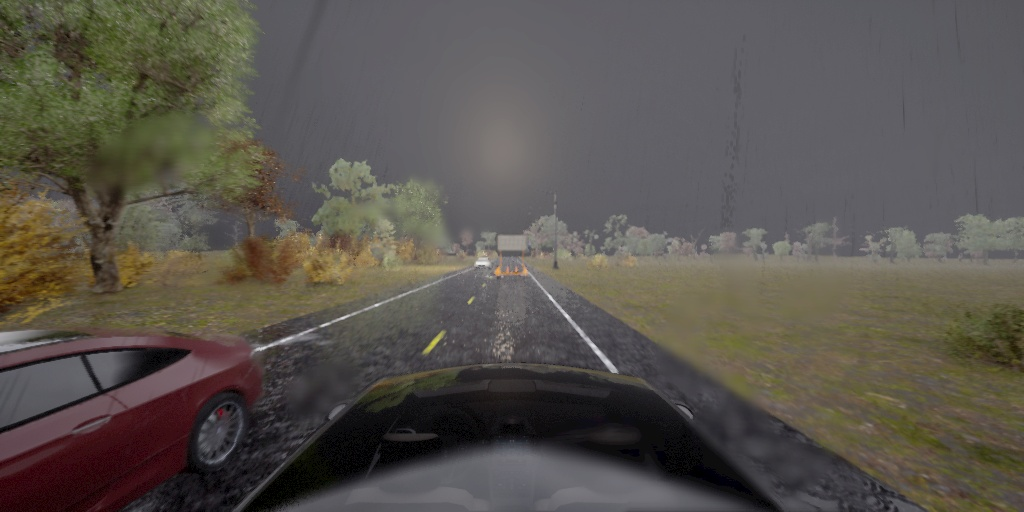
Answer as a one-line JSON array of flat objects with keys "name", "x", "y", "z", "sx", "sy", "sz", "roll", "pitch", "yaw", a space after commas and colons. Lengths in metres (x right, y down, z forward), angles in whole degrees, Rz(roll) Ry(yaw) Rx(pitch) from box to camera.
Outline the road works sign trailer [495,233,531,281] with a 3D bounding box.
[{"name": "road works sign trailer", "x": 0.002, "y": 0.019, "z": 27.729, "sx": 2.380, "sy": 3.560, "sz": 2.880, "roll": 0, "pitch": 0, "yaw": 0}]

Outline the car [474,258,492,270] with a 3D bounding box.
[{"name": "car", "x": -3.565, "y": 0.961, "z": 44.228, "sx": 1.812, "sy": 1.442, "sz": 4.674, "roll": 0, "pitch": 0, "yaw": 0}]

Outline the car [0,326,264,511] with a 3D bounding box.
[{"name": "car", "x": -3.598, "y": 1.273, "z": 2.062, "sx": 1.812, "sy": 1.442, "sz": 4.674, "roll": 0, "pitch": 0, "yaw": 0}]
